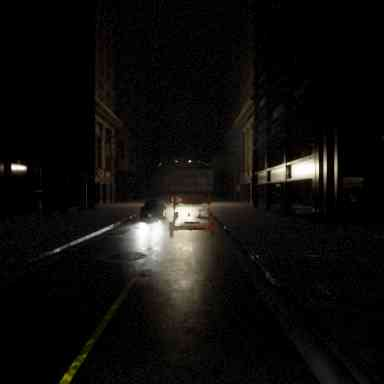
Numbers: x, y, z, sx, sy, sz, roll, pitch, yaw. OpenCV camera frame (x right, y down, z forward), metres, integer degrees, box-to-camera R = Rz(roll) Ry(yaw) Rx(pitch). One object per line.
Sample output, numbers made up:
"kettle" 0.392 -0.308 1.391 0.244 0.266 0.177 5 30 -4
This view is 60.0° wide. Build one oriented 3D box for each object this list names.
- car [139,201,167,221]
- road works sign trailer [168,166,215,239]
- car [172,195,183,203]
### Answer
"car" -3.111 1.489 27.130 2.128 1.511 4.902 0 0 0
"road works sign trailer" -0.009 0.461 17.314 2.380 3.560 2.880 0 0 0
"car" -3.035 1.367 69.519 2.097 1.767 4.553 0 0 0
